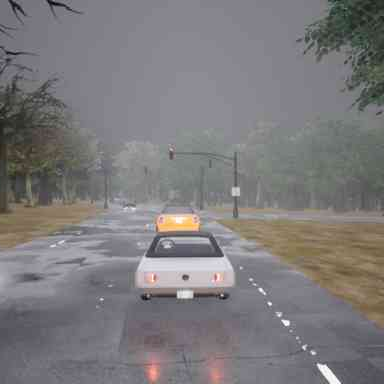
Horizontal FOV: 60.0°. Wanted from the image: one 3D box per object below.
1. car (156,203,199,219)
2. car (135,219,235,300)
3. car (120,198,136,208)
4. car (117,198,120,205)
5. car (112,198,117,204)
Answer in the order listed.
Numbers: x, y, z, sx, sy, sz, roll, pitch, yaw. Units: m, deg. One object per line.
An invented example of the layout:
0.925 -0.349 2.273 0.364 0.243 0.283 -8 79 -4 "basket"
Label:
-0.775 1.360 17.324 2.097 1.767 4.553 0 0 -4 "car"
-0.202 1.604 8.352 1.895 1.301 4.718 0 0 -2 "car"
-10.072 1.846 53.431 1.994 1.385 4.181 0 -1 -13 "car"
-13.969 2.038 68.759 1.837 1.490 4.892 0 -1 -16 "car"
-19.017 2.324 83.877 1.812 1.442 4.674 0 -1 -19 "car"
